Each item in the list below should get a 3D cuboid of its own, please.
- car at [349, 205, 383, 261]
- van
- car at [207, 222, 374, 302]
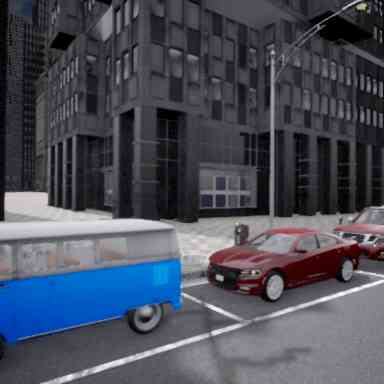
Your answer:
[{"bbox_3d":[6.909,1.416,11.595,5.009,1.841,2.192,1,0,-36],"label":"car"},{"bbox_3d":[-2.058,1.351,5.181,3.998,1.788,1.690,1,0,-36],"label":"van"},{"bbox_3d":[2.424,1.600,8.387,4.507,1.381,1.887,1,0,-36],"label":"car"}]
